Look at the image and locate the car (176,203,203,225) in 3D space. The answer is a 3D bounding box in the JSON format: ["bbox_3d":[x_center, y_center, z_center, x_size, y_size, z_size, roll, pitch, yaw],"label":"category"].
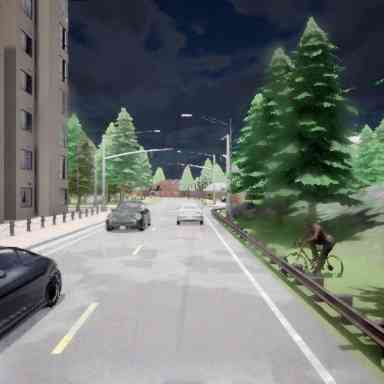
[{"bbox_3d":[-0.155,1.526,24.257,1.812,1.442,4.674,0,0,-1],"label":"car"}]

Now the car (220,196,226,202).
[{"bbox_3d":[8.130,1.144,65.493,4.605,1.855,1.932,0,0,-1],"label":"car"}]

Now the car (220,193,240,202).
[{"bbox_3d":[7.687,1.146,67.998,3.866,1.878,1.905,0,0,-1],"label":"car"}]

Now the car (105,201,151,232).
[{"bbox_3d":[-3.767,1.352,20.232,2.097,1.767,4.553,0,0,0],"label":"car"}]

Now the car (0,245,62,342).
[{"bbox_3d":[-3.639,1.564,5.143,1.994,1.385,4.181,0,0,-1],"label":"car"}]

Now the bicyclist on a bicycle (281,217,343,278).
[{"bbox_3d":[3.171,1.493,8.687,1.656,1.620,0.582,3,0,-2],"label":"bicyclist on a bicycle"}]
